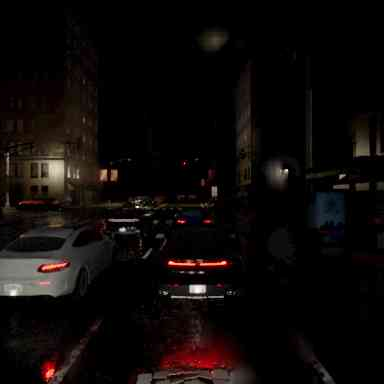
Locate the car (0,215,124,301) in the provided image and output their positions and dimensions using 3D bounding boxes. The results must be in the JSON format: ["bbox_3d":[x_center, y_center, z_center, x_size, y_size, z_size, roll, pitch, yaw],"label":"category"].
[{"bbox_3d":[-3.148,1.526,8.179,1.812,1.442,4.674,0,0,0],"label":"car"}]

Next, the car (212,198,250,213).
[{"bbox_3d":[3.784,1.392,36.207,4.553,1.767,2.097,0,-1,-10],"label":"car"}]

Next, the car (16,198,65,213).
[{"bbox_3d":[-16.792,1.582,36.821,4.718,1.301,1.895,0,-1,0],"label":"car"}]

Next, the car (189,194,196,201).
[{"bbox_3d":[0.087,1.582,83.235,1.895,1.301,4.718,0,0,0],"label":"car"}]

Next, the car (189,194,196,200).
[{"bbox_3d":[0.097,1.355,93.207,2.033,1.411,5.357,0,0,0],"label":"car"}]

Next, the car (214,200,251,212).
[{"bbox_3d":[4.821,1.658,40.135,4.181,1.385,1.994,0,-1,0],"label":"car"}]

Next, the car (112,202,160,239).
[{"bbox_3d":[-3.134,1.493,17.446,2.128,1.511,4.902,0,0,0],"label":"car"}]

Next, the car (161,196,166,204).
[{"bbox_3d":[-6.498,1.529,61.946,1.812,1.442,4.674,0,0,1],"label":"car"}]

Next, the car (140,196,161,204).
[{"bbox_3d":[-6.535,1.510,52.922,1.837,1.490,4.892,0,0,0],"label":"car"}]

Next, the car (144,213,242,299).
[{"bbox_3d":[0.101,1.505,8.431,1.837,1.490,4.892,0,0,0],"label":"car"}]

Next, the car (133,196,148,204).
[{"bbox_3d":[-9.732,1.494,63.508,2.128,1.511,4.902,0,0,1],"label":"car"}]

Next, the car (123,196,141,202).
[{"bbox_3d":[-9.780,1.510,53.379,1.837,1.490,4.892,0,0,0],"label":"car"}]

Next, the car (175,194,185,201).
[{"bbox_3d":[-3.164,1.512,82.791,2.128,1.511,4.902,0,0,0],"label":"car"}]

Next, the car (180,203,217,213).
[{"bbox_3d":[0.100,1.528,17.548,1.812,1.442,4.674,0,0,0],"label":"car"}]

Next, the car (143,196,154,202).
[{"bbox_3d":[-9.674,1.524,73.722,1.812,1.442,4.674,0,0,0],"label":"car"}]

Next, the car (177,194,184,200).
[{"bbox_3d":[-3.153,1.293,93.211,1.882,1.535,5.008,0,0,0],"label":"car"}]
